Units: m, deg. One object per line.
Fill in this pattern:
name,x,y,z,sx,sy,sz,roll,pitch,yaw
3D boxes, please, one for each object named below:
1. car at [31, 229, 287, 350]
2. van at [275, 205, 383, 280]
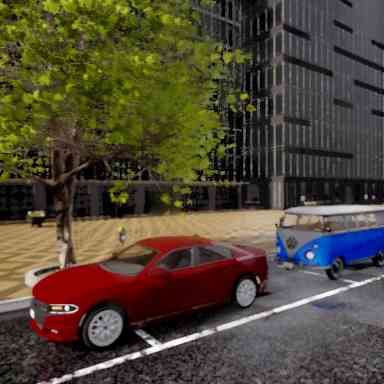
car,-0.512,1.526,6.195,4.507,1.381,1.887,0,0,-36
van,4.101,1.287,9.488,3.998,1.788,1.690,0,0,-36
